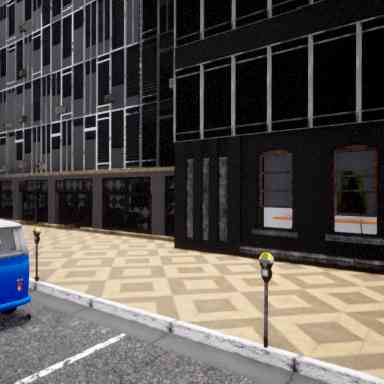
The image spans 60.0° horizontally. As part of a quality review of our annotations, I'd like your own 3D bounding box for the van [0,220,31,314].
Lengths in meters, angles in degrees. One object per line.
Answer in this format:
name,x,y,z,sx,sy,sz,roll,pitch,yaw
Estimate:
van,-4.728,1.340,6.260,3.998,1.788,1.690,0,0,36
